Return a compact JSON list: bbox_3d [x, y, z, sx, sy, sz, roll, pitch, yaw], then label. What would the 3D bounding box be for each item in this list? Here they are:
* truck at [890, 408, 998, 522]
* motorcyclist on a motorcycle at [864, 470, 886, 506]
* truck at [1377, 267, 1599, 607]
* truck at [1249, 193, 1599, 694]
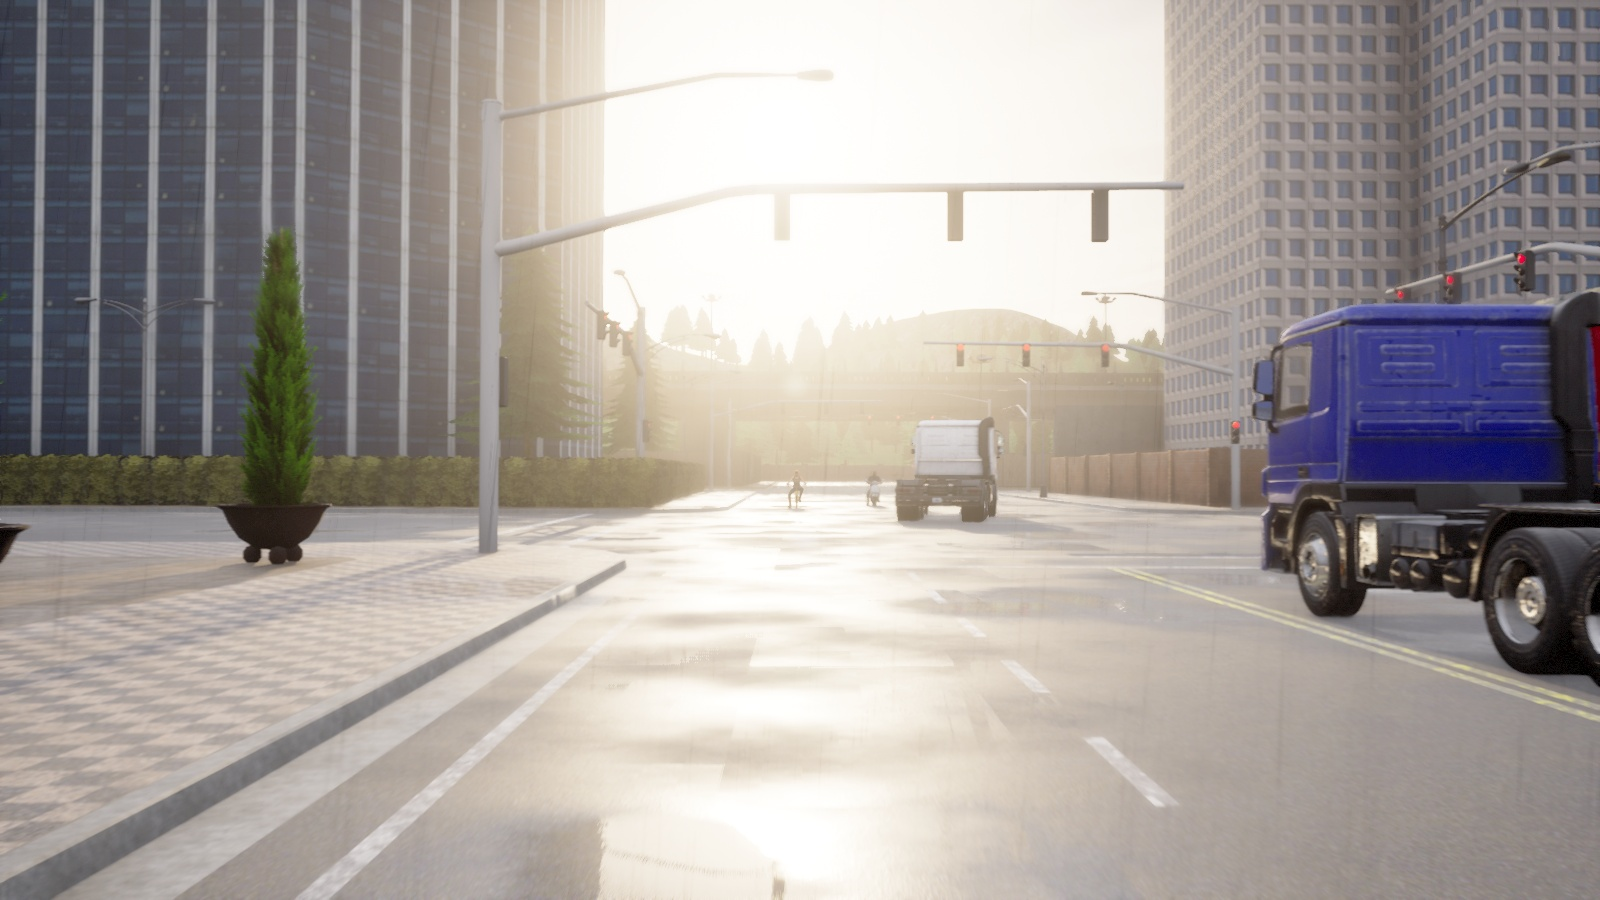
[{"bbox_3d":[5.020,0.522,42.372,2.891,3.462,7.936,0,-1,12],"label":"truck"},{"bbox_3d":[3.362,1.704,56.723,0.866,1.590,1.817,0,-1,0],"label":"motorcyclist on a motorcycle"},{"bbox_3d":[10.454,-0.136,15.306,2.891,3.827,8.468,0,-1,0],"label":"truck"},{"bbox_3d":[6.968,-0.004,11.413,2.891,3.462,7.936,0,-1,0],"label":"truck"}]
